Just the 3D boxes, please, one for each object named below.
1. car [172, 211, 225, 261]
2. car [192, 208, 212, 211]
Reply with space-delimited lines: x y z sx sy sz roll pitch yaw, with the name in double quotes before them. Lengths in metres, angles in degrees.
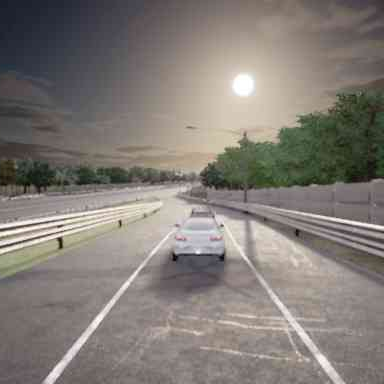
"car" 0.285 1.671 12.861 1.812 1.442 4.674 0 0 2
"car" 0.805 1.899 26.509 1.895 1.301 4.718 0 -1 3
